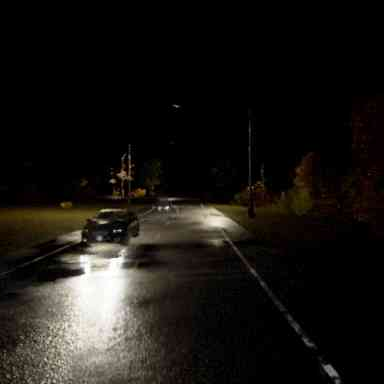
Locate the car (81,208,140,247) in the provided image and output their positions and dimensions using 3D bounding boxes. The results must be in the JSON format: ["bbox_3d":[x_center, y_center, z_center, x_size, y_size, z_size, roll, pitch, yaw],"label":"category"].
[{"bbox_3d":[-3.597,1.535,15.384,2.128,1.511,4.902,0,0,0],"label":"car"}]

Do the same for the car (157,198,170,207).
[{"bbox_3d":[-4.749,1.744,55.655,1.994,1.385,4.181,0,0,-6],"label":"car"}]
